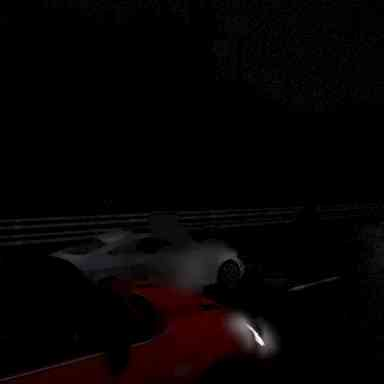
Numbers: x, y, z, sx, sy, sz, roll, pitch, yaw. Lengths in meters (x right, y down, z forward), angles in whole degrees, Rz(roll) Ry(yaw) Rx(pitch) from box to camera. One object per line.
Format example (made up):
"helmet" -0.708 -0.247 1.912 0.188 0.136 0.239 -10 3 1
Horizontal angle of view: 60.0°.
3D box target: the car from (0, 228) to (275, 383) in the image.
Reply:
"car" -1.414 1.352 2.737 4.553 1.767 2.097 0 0 -36

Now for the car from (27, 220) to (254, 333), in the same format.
"car" -0.928 1.526 7.382 4.674 1.442 1.812 0 0 -36
